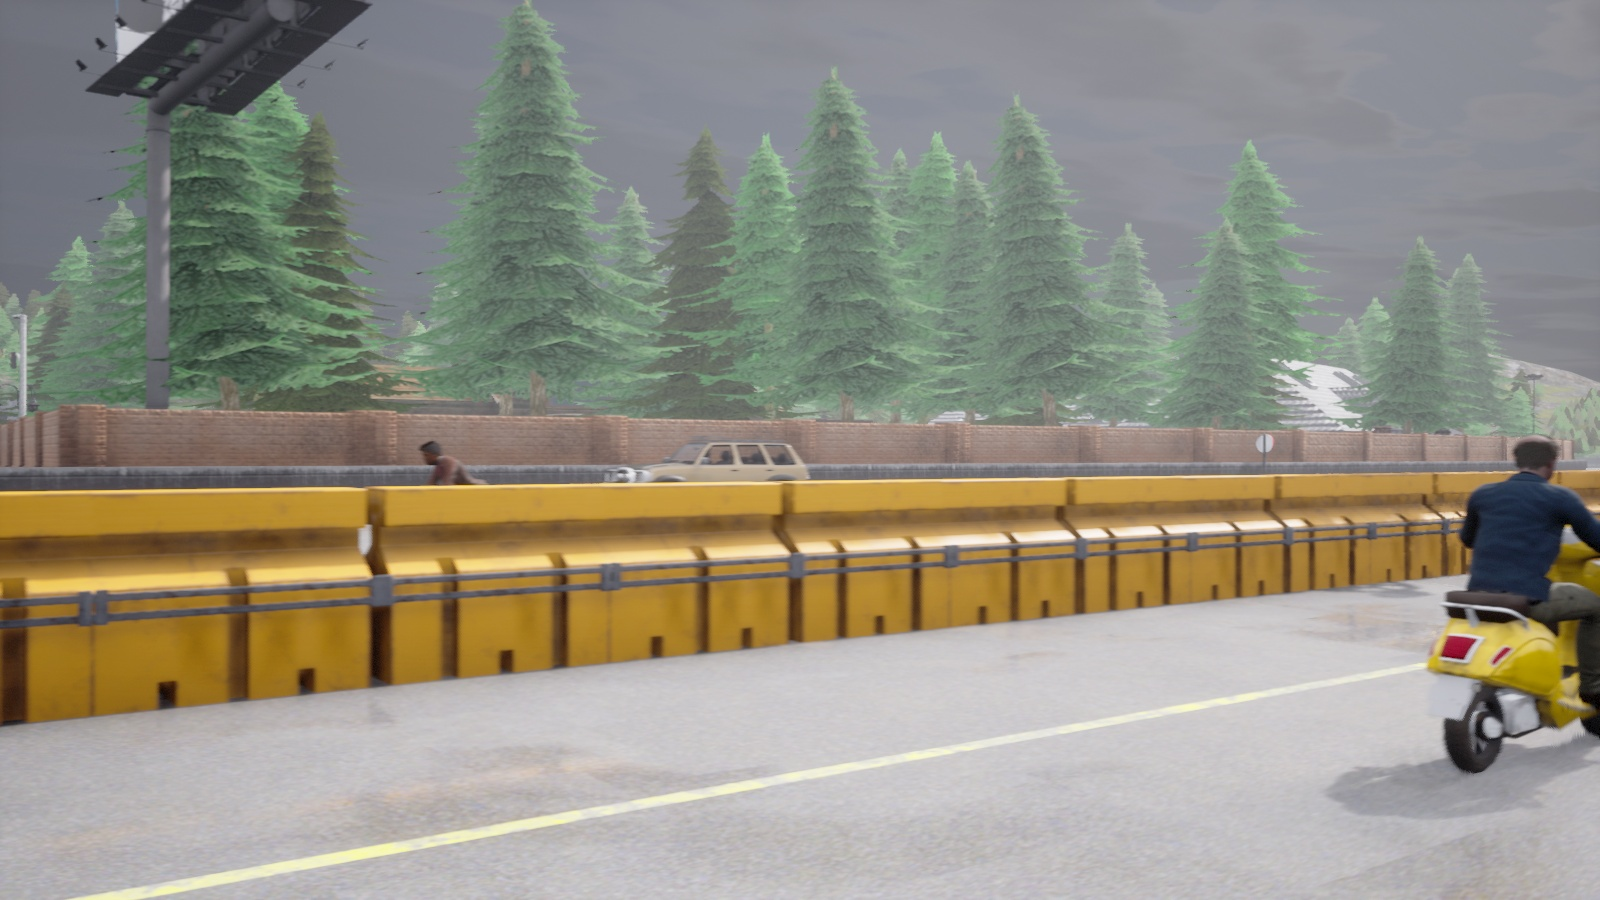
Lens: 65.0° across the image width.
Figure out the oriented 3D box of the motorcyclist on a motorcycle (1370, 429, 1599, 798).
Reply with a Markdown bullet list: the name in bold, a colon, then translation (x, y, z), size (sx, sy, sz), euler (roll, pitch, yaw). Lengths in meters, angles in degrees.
- **motorcyclist on a motorcycle**: translation (3.771, 0.706, 6.283), size (1.817, 1.590, 0.866), euler (0, 0, -35)

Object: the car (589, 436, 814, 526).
- **car**: translation (-2.132, 0.634, 27.758), size (4.605, 1.855, 1.932), euler (0, 0, -35)
